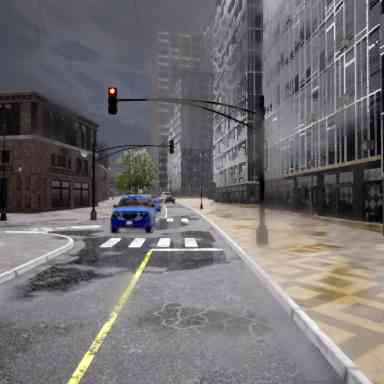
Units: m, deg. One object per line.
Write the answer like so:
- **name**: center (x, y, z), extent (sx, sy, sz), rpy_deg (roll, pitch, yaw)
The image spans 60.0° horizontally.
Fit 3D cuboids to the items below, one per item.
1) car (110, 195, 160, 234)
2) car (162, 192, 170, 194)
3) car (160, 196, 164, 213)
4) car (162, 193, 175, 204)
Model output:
- **car**: center (-3.324, 1.221, 19.768), extent (2.150, 2.045, 5.566), rpy_deg (0, 0, -3)
- **car**: center (-5.793, 1.045, 74.652), extent (2.150, 2.045, 5.566), rpy_deg (0, 0, -9)
- **car**: center (-4.359, 1.474, 36.965), extent (1.882, 1.535, 5.008), rpy_deg (0, 0, -4)
- **car**: center (-4.319, 1.498, 64.314), extent (1.837, 1.490, 4.892), rpy_deg (0, 0, -8)
